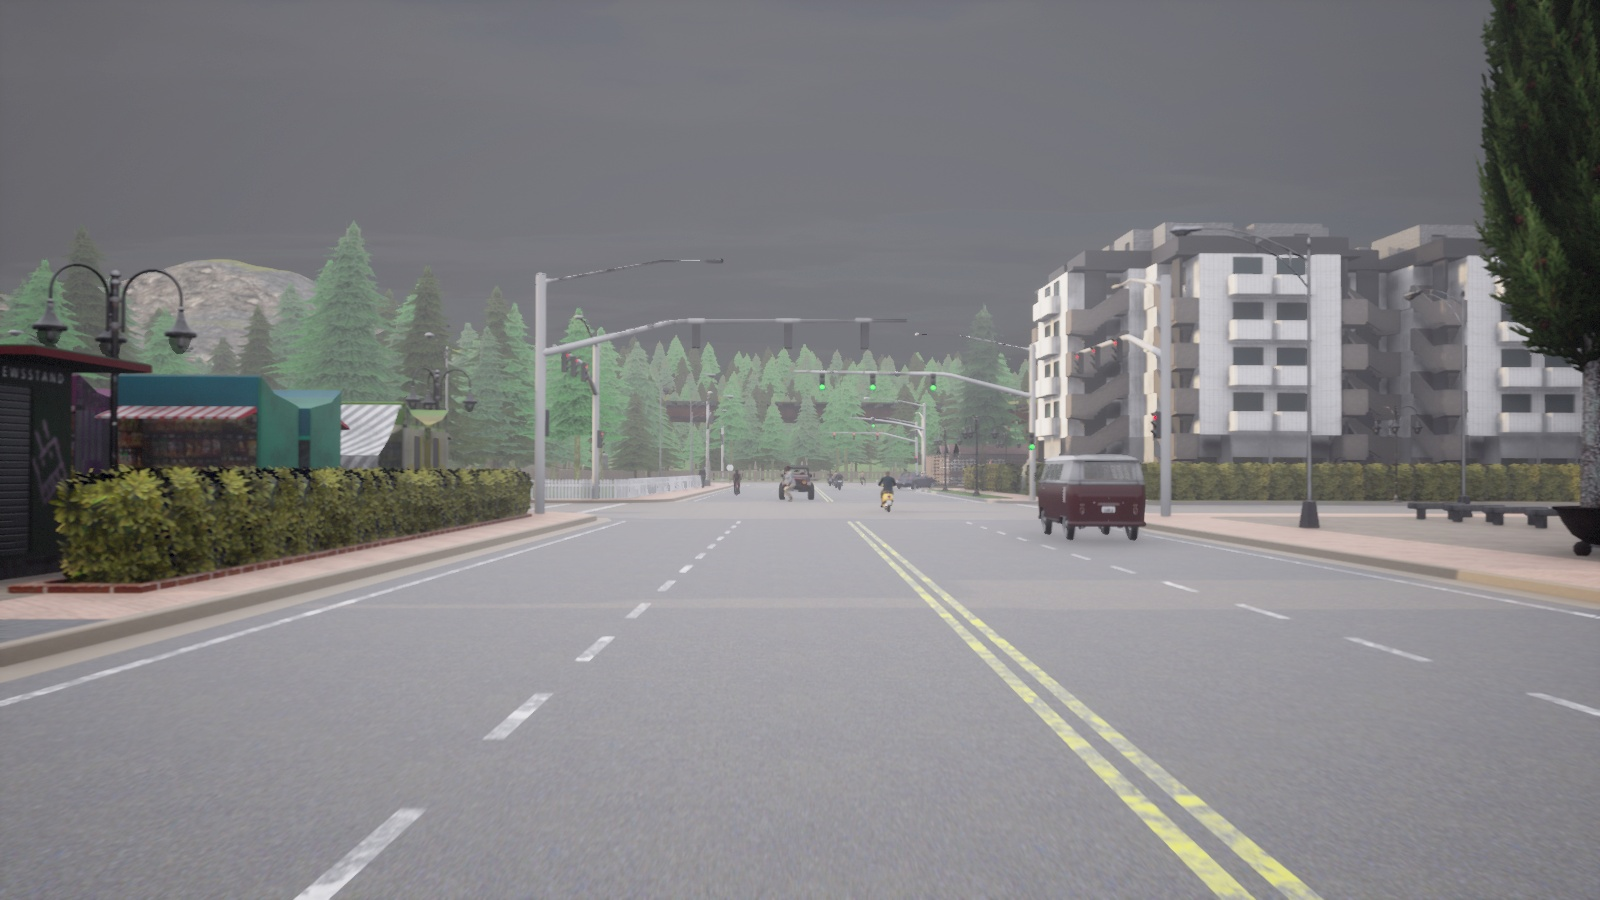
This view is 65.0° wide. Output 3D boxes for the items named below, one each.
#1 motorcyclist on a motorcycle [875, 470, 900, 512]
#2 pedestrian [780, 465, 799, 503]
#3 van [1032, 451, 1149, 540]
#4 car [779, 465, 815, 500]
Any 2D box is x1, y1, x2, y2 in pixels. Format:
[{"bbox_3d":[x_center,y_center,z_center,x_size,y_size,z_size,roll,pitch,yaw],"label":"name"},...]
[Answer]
[{"bbox_3d":[3.381,1.569,48.654,0.866,1.590,1.817,0,-1,0],"label":"motorcyclist on a motorcycle"},{"bbox_3d":[-0.502,1.644,61.472,0.900,1.855,0.874,0,-1,0],"label":"pedestrian"},{"bbox_3d":[6.925,1.048,30.369,1.775,1.987,4.442,0,-1,0],"label":"van"},{"bbox_3d":[-0.170,1.770,69.224,1.905,1.878,3.866,0,-1,0],"label":"car"}]
